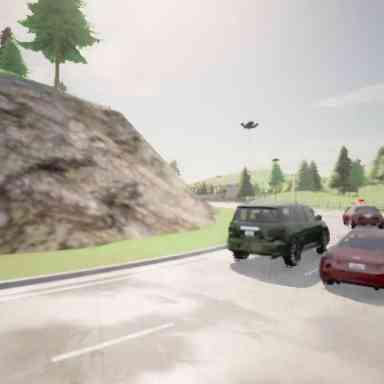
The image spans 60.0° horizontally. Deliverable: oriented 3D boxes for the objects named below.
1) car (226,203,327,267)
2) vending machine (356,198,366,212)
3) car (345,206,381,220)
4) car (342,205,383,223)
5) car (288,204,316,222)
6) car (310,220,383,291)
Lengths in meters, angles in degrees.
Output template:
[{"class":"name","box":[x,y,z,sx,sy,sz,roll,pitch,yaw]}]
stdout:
[{"class":"car","box":[3.424,1.422,12.542,2.150,2.045,5.566,0,-1,37]},{"class":"vending machine","box":[26.179,2.033,51.655,1.100,2.100,0.880,0,-1,-4]},{"class":"car","box":[18.239,2.182,35.778,1.895,1.301,4.718,0,-1,7]},{"class":"car","box":[12.733,1.759,24.991,2.097,1.767,4.553,0,-1,15]},{"class":"car","box":[10.847,2.006,33.083,1.882,1.535,5.008,0,-1,9]},{"class":"car","box":[5.118,1.717,9.254,1.994,1.385,4.181,-1,-1,40]}]
